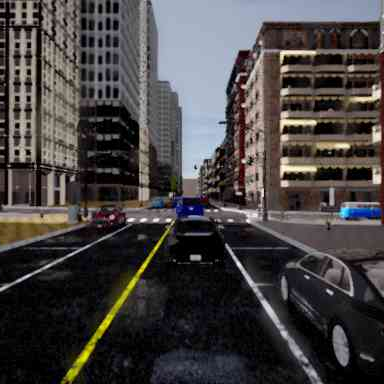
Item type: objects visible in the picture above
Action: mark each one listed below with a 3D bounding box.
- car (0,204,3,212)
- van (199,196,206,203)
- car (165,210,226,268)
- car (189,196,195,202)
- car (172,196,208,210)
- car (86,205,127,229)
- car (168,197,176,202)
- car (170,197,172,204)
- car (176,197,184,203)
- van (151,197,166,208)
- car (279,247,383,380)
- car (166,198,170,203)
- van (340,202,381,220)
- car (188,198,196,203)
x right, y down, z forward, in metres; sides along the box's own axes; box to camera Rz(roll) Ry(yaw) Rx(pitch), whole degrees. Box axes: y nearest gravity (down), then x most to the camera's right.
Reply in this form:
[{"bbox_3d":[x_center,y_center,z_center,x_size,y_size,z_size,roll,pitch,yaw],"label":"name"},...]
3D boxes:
[{"bbox_3d":[-21.127,1.294,33.212,4.097,1.590,1.967,1,-1,0],"label":"car"},{"bbox_3d":[2.700,1.969,88.204,1.690,1.788,3.998,0,0,0],"label":"van"},{"bbox_3d":[0.099,1.583,11.601,1.837,1.490,4.892,0,0,0],"label":"car"},{"bbox_3d":[0.014,2.002,94.399,1.882,1.535,5.008,0,0,0],"label":"car"},{"bbox_3d":[-0.318,1.421,28.305,2.150,2.045,5.566,1,-1,-6],"label":"car"},{"bbox_3d":[-5.689,1.592,22.425,1.967,1.590,4.097,0,0,0],"label":"car"},{"bbox_3d":[-5.680,2.110,93.754,1.967,1.590,4.097,0,0,0],"label":"car"},{"bbox_3d":[-2.990,1.964,69.332,1.882,1.535,5.008,0,0,0],"label":"car"},{"bbox_3d":[-2.988,2.074,84.921,1.882,1.535,5.008,0,0,0],"label":"car"},{"bbox_3d":[-5.684,1.721,54.899,1.690,1.788,3.998,0,0,0],"label":"van"},{"bbox_3d":[2.690,1.588,5.477,2.008,1.369,4.403,0,0,0],"label":"car"},{"bbox_3d":[-5.682,2.068,76.931,1.752,1.417,4.829,0,0,0],"label":"car"},{"bbox_3d":[16.934,1.929,33.153,3.998,1.788,1.690,1,-1,0],"label":"van"},{"bbox_3d":[0.014,2.144,84.392,1.994,1.385,4.181,0,0,0],"label":"car"}]
